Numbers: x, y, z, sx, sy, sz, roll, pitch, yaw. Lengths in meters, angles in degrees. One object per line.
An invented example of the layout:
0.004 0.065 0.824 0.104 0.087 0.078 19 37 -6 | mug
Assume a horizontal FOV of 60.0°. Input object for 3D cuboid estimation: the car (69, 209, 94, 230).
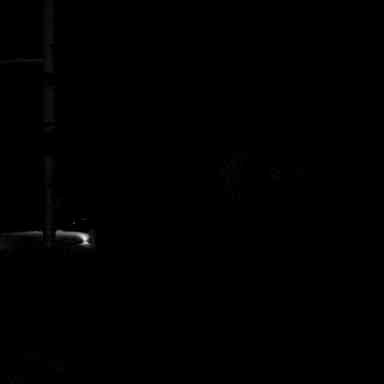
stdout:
-5.861 1.635 22.172 1.812 1.442 4.674 0 0 35 | car
